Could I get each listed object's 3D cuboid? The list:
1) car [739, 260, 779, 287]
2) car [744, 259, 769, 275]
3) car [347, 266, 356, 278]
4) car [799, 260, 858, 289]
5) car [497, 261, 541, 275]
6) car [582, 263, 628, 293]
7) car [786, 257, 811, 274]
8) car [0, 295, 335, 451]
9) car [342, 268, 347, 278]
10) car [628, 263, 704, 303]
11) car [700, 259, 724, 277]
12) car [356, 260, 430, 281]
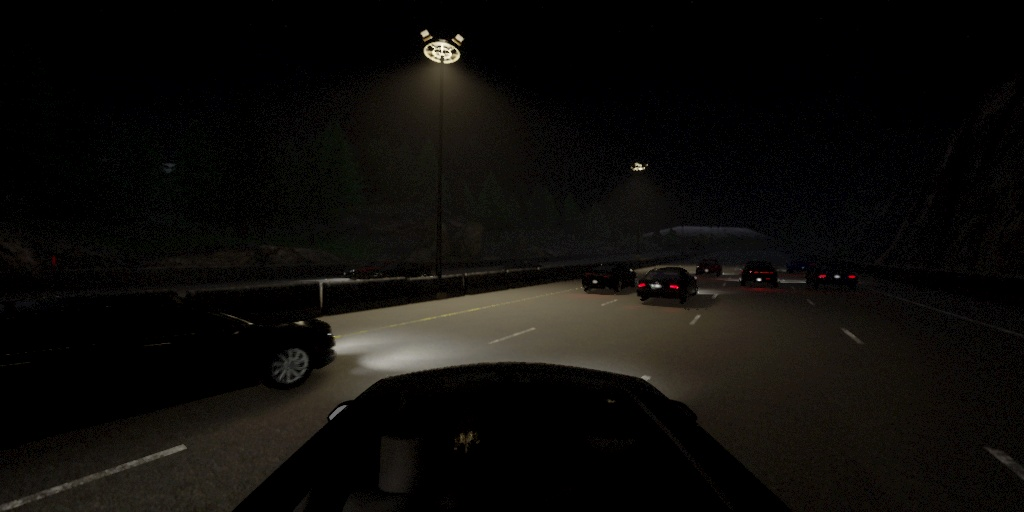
[{"bbox_3d":[16.044,1.106,23.338,1.837,1.490,4.892,0,1,34],"label":"car"},{"bbox_3d":[23.966,1.012,35.246,1.895,1.301,4.718,0,1,34],"label":"car"},{"bbox_3d":[-10.074,1.123,28.668,1.882,1.535,5.008,0,1,34],"label":"car"},{"bbox_3d":[19.092,1.150,21.598,2.033,1.411,5.357,0,1,34],"label":"car"},{"bbox_3d":[0.791,1.126,32.357,2.033,1.411,5.357,0,1,34],"label":"car"},{"bbox_3d":[5.597,1.141,20.269,1.882,1.535,5.008,0,1,34],"label":"car"},{"bbox_3d":[27.465,0.878,34.186,1.882,1.535,5.008,0,1,34],"label":"car"},{"bbox_3d":[-4.841,1.246,4.574,1.837,1.490,4.892,0,0,34],"label":"car"},{"bbox_3d":[-12.458,1.158,31.402,1.812,1.442,4.674,0,1,34],"label":"car"},{"bbox_3d":[7.155,1.234,16.290,2.033,1.411,5.357,0,0,34],"label":"car"},{"bbox_3d":[17.678,1.020,32.133,1.812,1.442,4.674,0,0,34],"label":"car"},{"bbox_3d":[-8.046,1.139,25.396,1.882,1.535,5.008,0,0,34],"label":"car"}]
